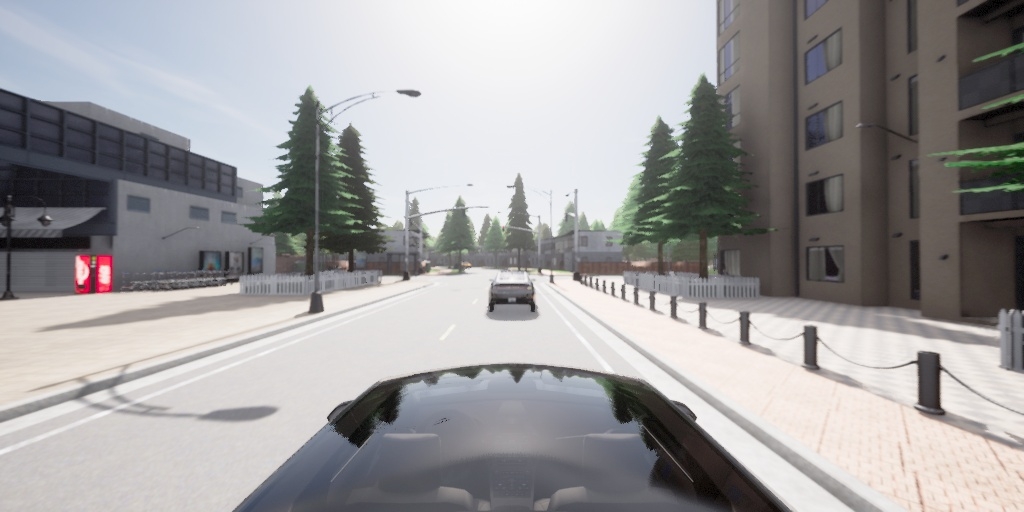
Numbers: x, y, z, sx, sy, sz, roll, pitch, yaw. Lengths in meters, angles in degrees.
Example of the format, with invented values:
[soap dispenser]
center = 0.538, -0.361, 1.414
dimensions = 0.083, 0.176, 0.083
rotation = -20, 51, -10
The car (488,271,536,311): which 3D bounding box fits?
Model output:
[car]
center = 0.017, 1.392, 15.333
dimensions = 2.128, 1.511, 4.902
rotation = 0, 0, 0
